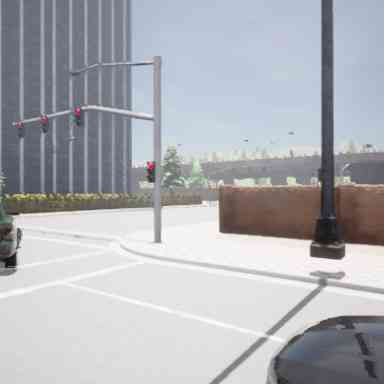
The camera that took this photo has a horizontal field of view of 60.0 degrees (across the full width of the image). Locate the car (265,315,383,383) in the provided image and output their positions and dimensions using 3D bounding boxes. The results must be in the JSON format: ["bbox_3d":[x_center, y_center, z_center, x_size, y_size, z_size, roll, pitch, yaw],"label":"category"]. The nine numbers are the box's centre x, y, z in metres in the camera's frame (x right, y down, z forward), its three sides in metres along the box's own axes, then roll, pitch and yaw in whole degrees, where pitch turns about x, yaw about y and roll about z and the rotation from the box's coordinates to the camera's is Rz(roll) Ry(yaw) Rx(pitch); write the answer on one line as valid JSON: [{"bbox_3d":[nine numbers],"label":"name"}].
[{"bbox_3d":[2.850,1.502,1.954,4.892,1.490,1.837,0,0,35],"label":"car"}]

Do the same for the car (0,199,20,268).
[{"bbox_3d":[-6.991,1.243,10.935,2.150,2.045,5.566,-1,1,-28],"label":"car"}]
